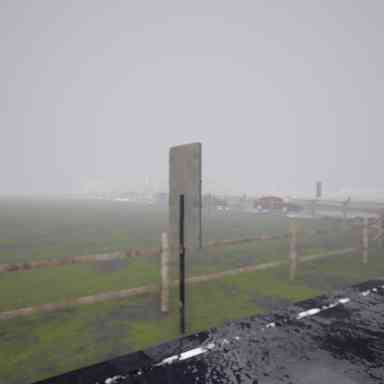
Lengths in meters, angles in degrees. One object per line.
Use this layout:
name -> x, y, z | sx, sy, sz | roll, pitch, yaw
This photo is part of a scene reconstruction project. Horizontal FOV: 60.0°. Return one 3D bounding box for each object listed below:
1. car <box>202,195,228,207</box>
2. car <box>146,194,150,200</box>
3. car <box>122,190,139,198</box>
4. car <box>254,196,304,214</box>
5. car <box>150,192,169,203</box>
car -> 2.348, 1.024, 39.193 | 1.994, 1.385, 4.181 | 0, 1, -34
car -> -6.217, 0.720, 57.557 | 1.895, 1.301, 4.718 | 0, 1, -36
car -> -12.133, 0.449, 65.691 | 1.837, 1.490, 4.892 | 0, 1, -35
car -> 8.059, 1.116, 31.157 | 1.882, 1.535, 5.008 | 0, 1, -35
car -> -3.541, 0.756, 47.449 | 1.882, 1.535, 5.008 | 0, 1, -35
